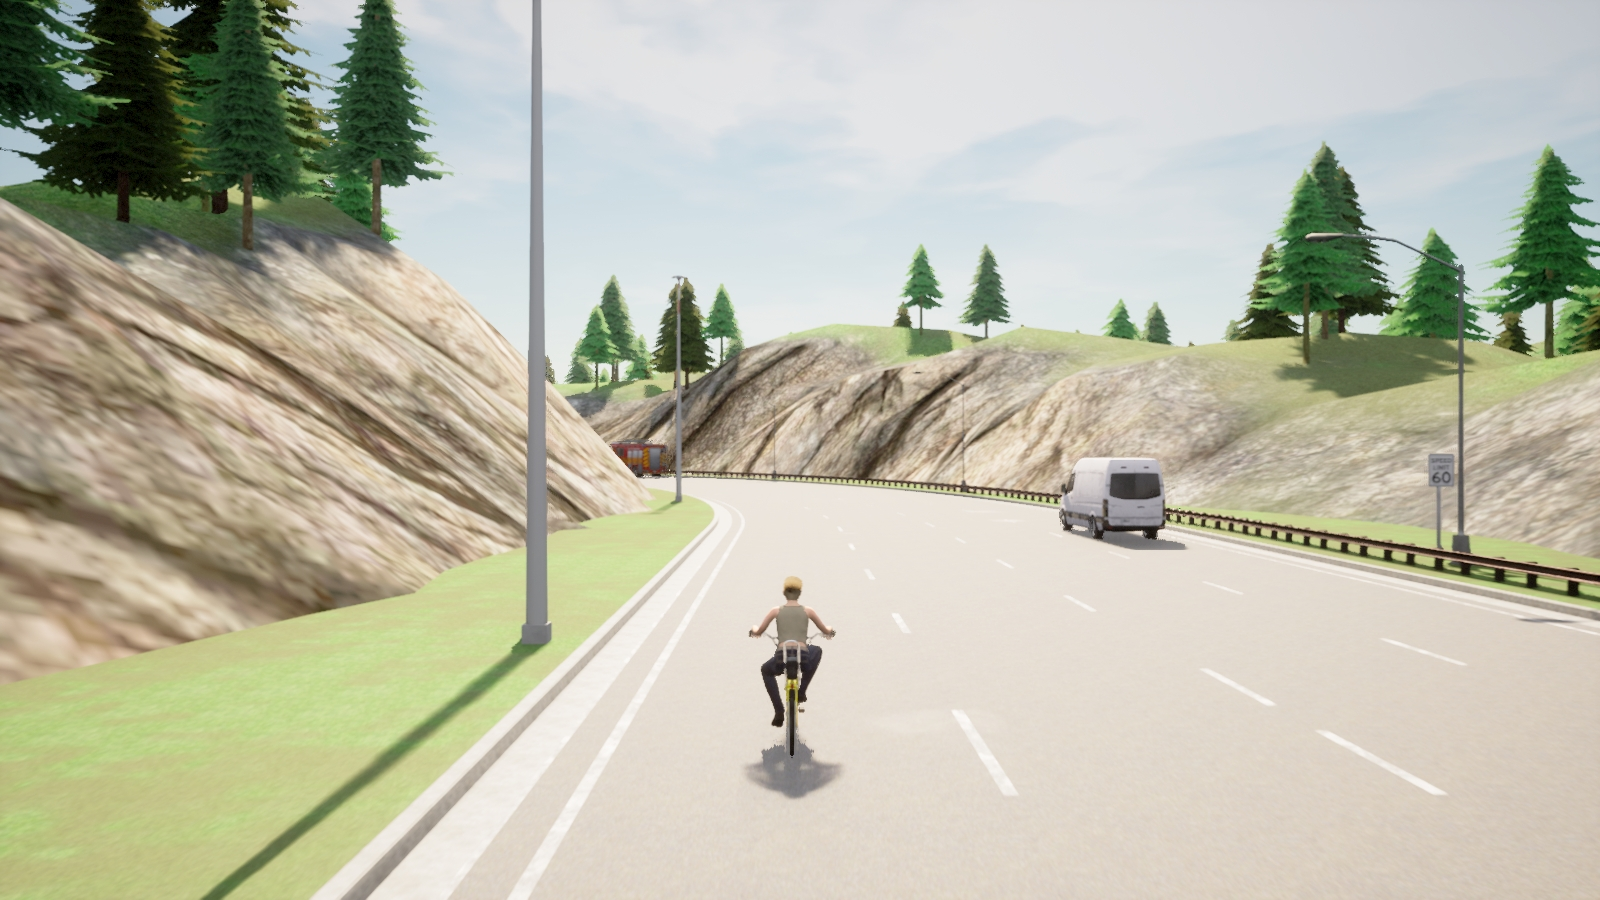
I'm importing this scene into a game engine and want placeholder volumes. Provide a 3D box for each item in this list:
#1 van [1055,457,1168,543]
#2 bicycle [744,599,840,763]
[{"bbox_3d":[10.132,1.533,37.684,1.988,2.561,5.915,0,0,-2],"label":"van"},{"bbox_3d":[-0.073,2.157,10.941,0.859,1.276,1.487,0,0,0],"label":"bicycle"}]
